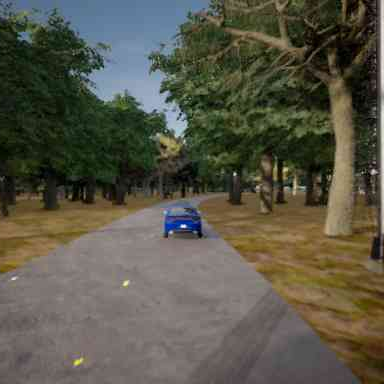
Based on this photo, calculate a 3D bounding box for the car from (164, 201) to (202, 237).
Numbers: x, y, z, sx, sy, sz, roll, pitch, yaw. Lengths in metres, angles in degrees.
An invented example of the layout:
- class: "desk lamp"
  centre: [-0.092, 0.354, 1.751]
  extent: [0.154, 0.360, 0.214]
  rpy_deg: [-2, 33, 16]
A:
- class: "car"
  centre: [-0.522, 1.466, 18.142]
  extent: [1.882, 1.535, 5.008]
  rpy_deg: [0, 0, -3]
